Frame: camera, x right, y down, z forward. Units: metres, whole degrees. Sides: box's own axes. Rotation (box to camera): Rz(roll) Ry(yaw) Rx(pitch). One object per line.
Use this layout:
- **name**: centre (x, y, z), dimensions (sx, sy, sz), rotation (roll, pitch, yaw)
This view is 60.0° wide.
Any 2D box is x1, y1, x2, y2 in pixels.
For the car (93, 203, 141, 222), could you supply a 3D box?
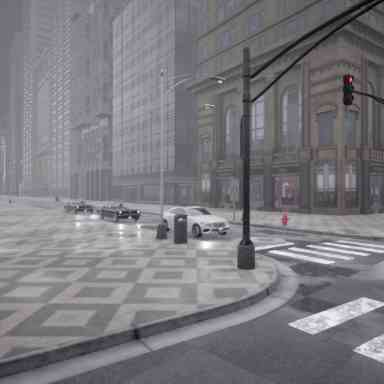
- **car**: centre (-5.766, 1.522, 25.891), dimensions (1.895, 1.301, 4.718), rotation (0, 0, -35)

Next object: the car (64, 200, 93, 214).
- **car**: centre (-11.646, 1.497, 34.182), dimensions (1.895, 1.301, 4.718), rotation (0, 0, -35)

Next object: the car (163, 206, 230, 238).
- **car**: centre (-0.013, 1.475, 17.770), dimensions (1.812, 1.442, 4.674), rotation (0, 0, -37)
